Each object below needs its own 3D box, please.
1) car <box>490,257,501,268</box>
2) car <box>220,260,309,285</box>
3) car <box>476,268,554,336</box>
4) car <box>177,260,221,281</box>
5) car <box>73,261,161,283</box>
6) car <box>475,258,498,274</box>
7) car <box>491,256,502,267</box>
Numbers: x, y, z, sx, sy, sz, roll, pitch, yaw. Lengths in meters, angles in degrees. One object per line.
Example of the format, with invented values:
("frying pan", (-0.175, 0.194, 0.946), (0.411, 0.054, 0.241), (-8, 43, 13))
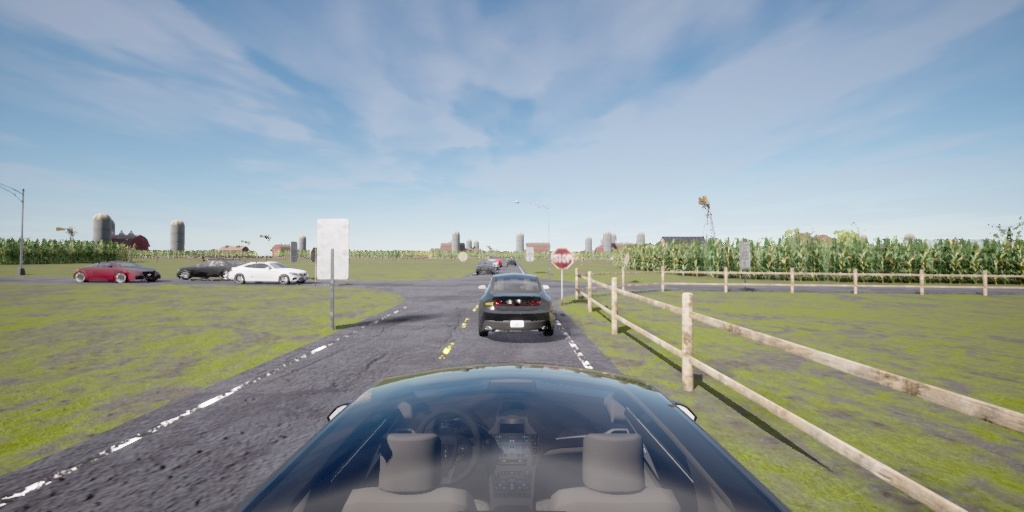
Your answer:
("car", (-2.871, 1.251, 50.507), (1.812, 1.442, 4.674), (0, 0, 0))
("car", (-15.725, 1.093, 23.263), (4.674, 1.442, 1.812), (1, -1, 2))
("car", (0.066, 1.255, 10.355), (1.837, 1.490, 4.892), (0, 0, -1))
("car", (-21.653, 1.037, 26.255), (4.902, 1.511, 2.128), (1, -1, 0))
("car", (-25.573, 1.028, 23.331), (4.181, 1.385, 1.994), (1, -1, 1))
("car", (-2.877, 1.243, 39.014), (1.837, 1.490, 4.892), (0, 0, 0))
("car", (-2.841, 0.934, 62.413), (2.150, 2.045, 5.566), (0, 0, 0))
